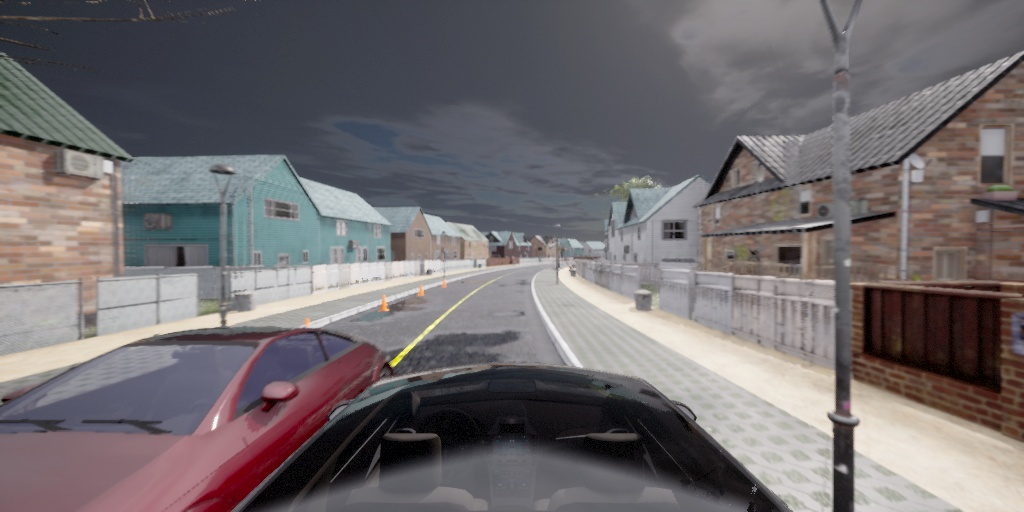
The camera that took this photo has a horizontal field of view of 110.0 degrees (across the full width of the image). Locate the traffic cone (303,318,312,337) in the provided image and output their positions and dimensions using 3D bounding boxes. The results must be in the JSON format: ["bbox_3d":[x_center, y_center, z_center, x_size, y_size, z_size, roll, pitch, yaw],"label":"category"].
[{"bbox_3d":[-4.727,1.727,8.268,0.340,0.580,0.340,0,0,-1],"label":"traffic cone"}]

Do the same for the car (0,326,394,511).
[{"bbox_3d":[-2.463,1.322,2.856,1.994,1.385,4.181,0,0,0],"label":"car"}]

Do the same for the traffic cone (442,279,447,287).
[{"bbox_3d":[-4.448,1.732,23.452,0.340,0.580,0.340,0,0,3],"label":"traffic cone"}]

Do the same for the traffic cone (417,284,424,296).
[{"bbox_3d":[-4.667,1.731,18.394,0.340,0.580,0.340,0,0,2],"label":"traffic cone"}]

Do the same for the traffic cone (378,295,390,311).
[{"bbox_3d":[-4.760,1.730,13.331,0.340,0.580,0.340,0,0,0],"label":"traffic cone"}]
